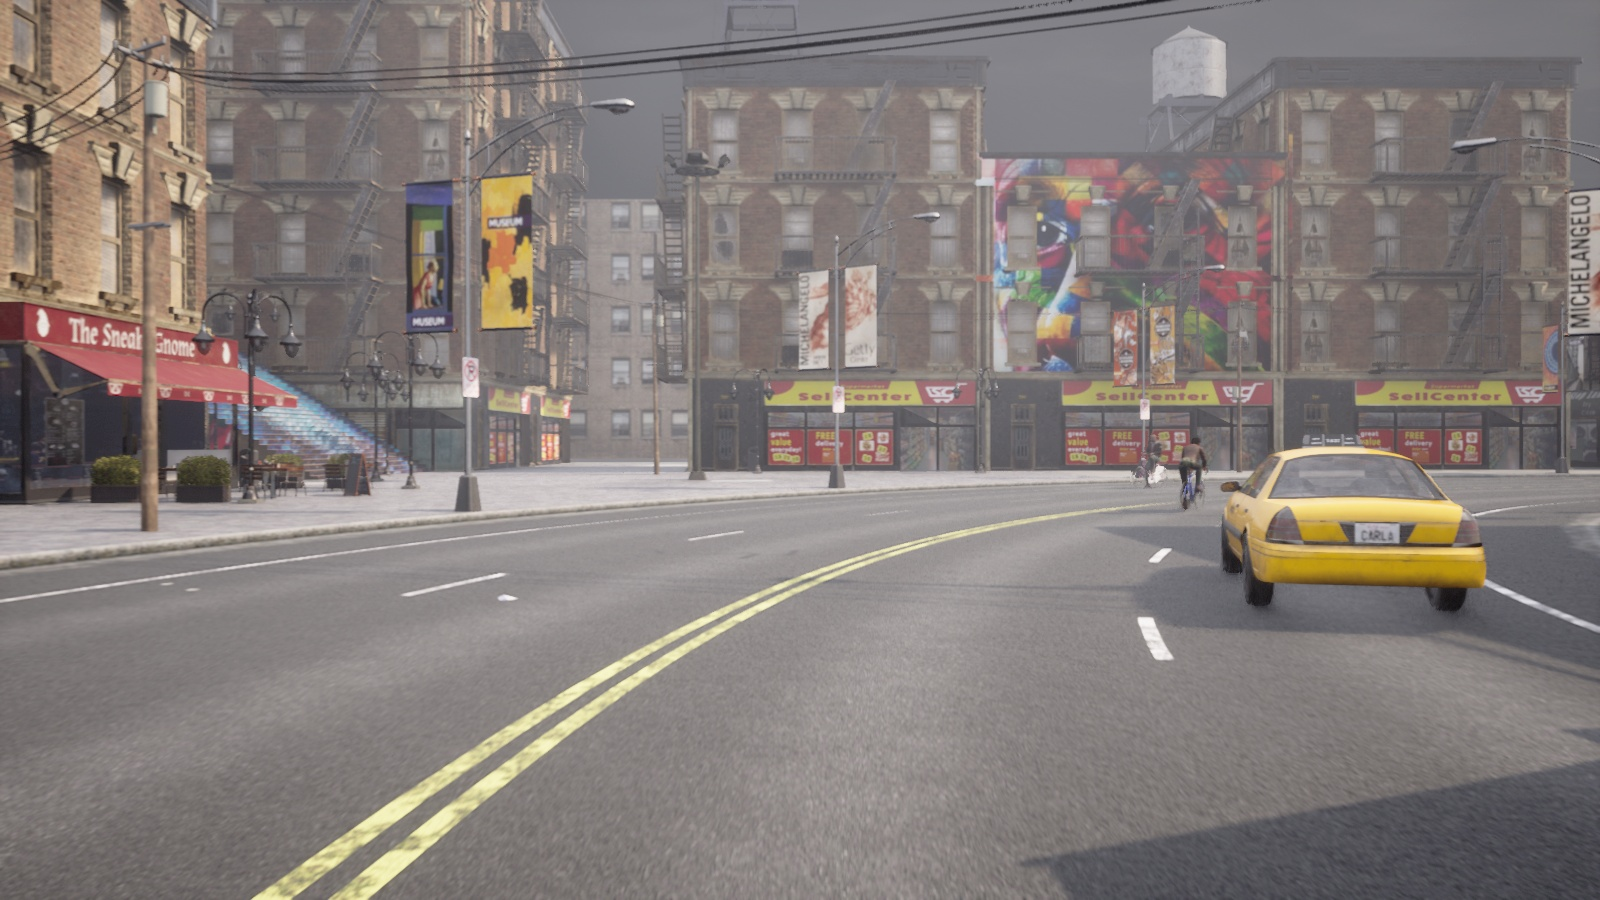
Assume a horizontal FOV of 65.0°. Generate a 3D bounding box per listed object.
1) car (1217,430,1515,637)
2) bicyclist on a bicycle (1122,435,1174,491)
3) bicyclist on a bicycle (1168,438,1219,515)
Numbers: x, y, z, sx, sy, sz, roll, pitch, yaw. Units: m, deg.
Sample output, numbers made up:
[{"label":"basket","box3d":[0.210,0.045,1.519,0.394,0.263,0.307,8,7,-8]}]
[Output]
[{"label":"car","box3d":[5.240,0.622,12.374,1.801,1.575,5.366,0,0,15]},{"label":"bicyclist on a bicycle","box3d":[11.184,0.403,40.336,1.843,1.776,0.659,0,1,-38]},{"label":"bicyclist on a bicycle","box3d":[8.542,0.556,27.204,0.582,1.620,1.656,1,0,34]}]
